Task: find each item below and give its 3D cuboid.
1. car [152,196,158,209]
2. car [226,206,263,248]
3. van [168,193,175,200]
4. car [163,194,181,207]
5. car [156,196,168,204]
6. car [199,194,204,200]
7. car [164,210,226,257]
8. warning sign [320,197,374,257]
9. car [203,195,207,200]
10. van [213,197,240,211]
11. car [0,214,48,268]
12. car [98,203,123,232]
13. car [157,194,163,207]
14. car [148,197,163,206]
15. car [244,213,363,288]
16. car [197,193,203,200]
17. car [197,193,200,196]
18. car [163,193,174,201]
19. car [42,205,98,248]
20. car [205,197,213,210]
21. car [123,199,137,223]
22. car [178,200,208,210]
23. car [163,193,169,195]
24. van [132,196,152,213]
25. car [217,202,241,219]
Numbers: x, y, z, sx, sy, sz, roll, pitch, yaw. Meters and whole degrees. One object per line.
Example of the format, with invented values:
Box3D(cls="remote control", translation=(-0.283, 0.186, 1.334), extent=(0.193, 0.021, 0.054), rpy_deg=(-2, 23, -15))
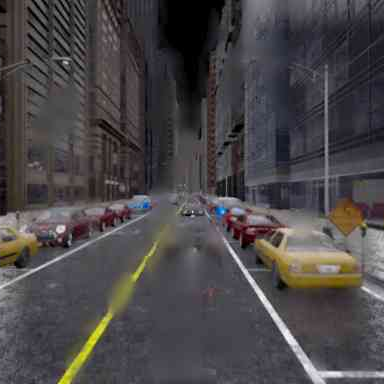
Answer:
Box3D(cls="car", translation=(-5.763, 1.555, 42.473), extent=(1.802, 1.307, 4.206), rpy_deg=(0, 0, 0))
Box3D(cls="car", translation=(2.765, 1.536, 14.473), extent=(1.887, 1.381, 4.507), rpy_deg=(0, 0, 0))
Box3D(cls="van", translation=(-5.765, 1.292, 92.888), extent=(1.690, 1.788, 3.998), rpy_deg=(0, 0, 0))
Box3D(cls="car", translation=(-3.082, 1.472, 51.599), extent=(1.837, 1.490, 4.892), rpy_deg=(0, 0, 0))
Box3D(cls="car", translation=(-5.764, 1.526, 64.880), extent=(1.947, 1.339, 4.313), rpy_deg=(0, 0, 0))
Box3D(cls="car", translation=(2.762, 1.508, 59.290), extent=(1.887, 1.381, 4.507), rpy_deg=(0, 0, 0))
Box3D(cls="car", translation=(0.062, 1.593, 12.792), extent=(1.895, 1.301, 4.718), rpy_deg=(0, 0, 0))
Box3D(cls="warning sign", translation=(5.064, 1.109, 10.951), extent=(1.300, 1.860, 1.060), rpy_deg=(0, 0, 0))
Box3D(cls="car", translation=(2.763, 1.414, 42.483), extent=(1.967, 1.590, 4.097), rpy_deg=(0, 0, 0))
Box3D(cls="van", translation=(2.765, 1.325, 25.677), extent=(1.690, 1.788, 3.998), rpy_deg=(0, 0, 0))
Box3D(cls="car", translation=(-5.760, 1.519, 8.692), extent=(1.752, 1.417, 4.829), rpy_deg=(0, 0, 0))
Box3D(cls="car", translation=(-5.761, 1.531, 20.065), extent=(1.887, 1.381, 4.507), rpy_deg=(0, 0, 0))
Box3D(cls="car", translation=(-5.762, 1.410, 48.075), extent=(1.967, 1.590, 4.097), rpy_deg=(0, 0, 0))
Box3D(cls="car", translation=(-5.763, 1.532, 53.676), extent=(1.947, 1.339, 4.313), rpy_deg=(0, 0, 0))
Box3D(cls="car", translation=(2.765, 1.520, 9.040), extent=(1.752, 1.417, 4.829), rpy_deg=(0, 0, 0))
Box3D(cls="car", translation=(2.760, 1.521, 76.097), extent=(1.947, 1.339, 4.313), rpy_deg=(0, 0, 0))
Box3D(cls="car", translation=(2.760, 1.519, 81.698), extent=(1.947, 1.339, 4.313), rpy_deg=(0, 0, 0))
Box3D(cls="car", translation=(-5.764, 1.268, 81.685), extent=(2.192, 1.841, 5.009), rpy_deg=(0, 0, 0))
Box3D(cls="car", translation=(-5.760, 1.430, 14.464), extent=(1.967, 1.590, 4.097), rpy_deg=(0, 0, 0))
Box3D(cls="car", translation=(2.763, 1.522, 36.882), extent=(1.887, 1.381, 4.507), rpy_deg=(0, 0, 0))
Box3D(cls="car", translation=(-5.761, 1.528, 25.668), extent=(1.887, 1.381, 4.507), rpy_deg=(0, 0, 0))
Box3D(cls="car", translation=(0.061, 1.583, 27.868), extent=(1.895, 1.301, 4.718), rpy_deg=(0, 0, 0))
Box3D(cls="car", translation=(-5.763, 1.403, 59.278), extent=(1.967, 1.590, 4.097), rpy_deg=(0, 0, 0))
Box3D(cls="van", translation=(-5.761, 1.317, 36.871), extent=(1.690, 1.788, 3.998), rpy_deg=(0, 0, 0))
Box3D(cls="car", translation=(2.764, 1.532, 20.075), extent=(1.887, 1.381, 4.507), rpy_deg=(0, 0, 0))
